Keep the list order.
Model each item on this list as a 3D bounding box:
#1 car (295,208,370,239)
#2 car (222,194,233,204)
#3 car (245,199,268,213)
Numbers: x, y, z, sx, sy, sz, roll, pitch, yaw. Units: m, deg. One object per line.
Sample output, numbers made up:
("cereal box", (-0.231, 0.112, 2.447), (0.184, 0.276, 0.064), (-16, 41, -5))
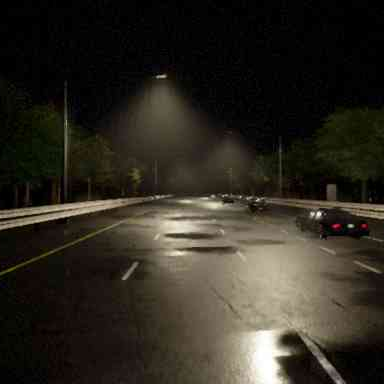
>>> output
("car", (6.995, 1.553, 17.168), (2.033, 1.411, 5.357), (0, 0, 0))
("car", (6.988, 1.600, 65.498), (1.994, 1.385, 4.181), (0, 0, 0))
("car", (6.990, 1.504, 36.192), (2.128, 1.511, 4.902), (0, 0, 0))
